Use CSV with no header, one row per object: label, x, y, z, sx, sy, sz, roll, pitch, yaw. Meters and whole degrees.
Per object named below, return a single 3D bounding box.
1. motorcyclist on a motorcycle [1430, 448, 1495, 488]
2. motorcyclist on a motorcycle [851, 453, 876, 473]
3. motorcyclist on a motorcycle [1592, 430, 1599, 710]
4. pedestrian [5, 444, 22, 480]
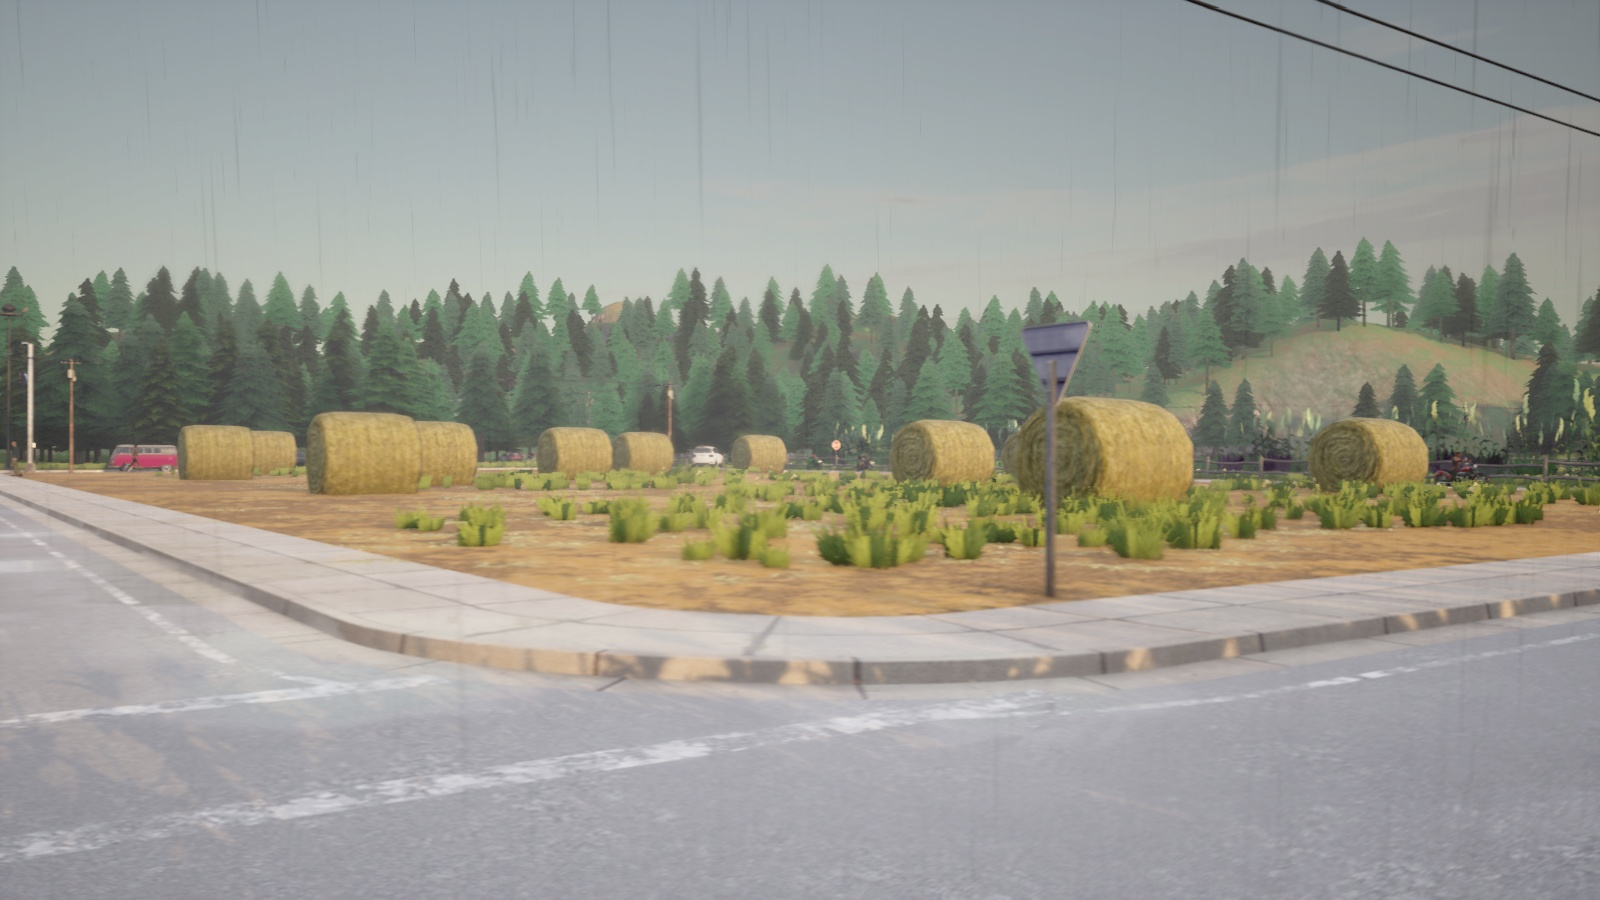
motorcyclist on a motorcycle,27.920,0.733,52.970,0.766,1.649,2.350,0,0,-32
motorcyclist on a motorcycle,4.890,0.973,96.650,0.866,1.530,2.191,0,0,-32
motorcyclist on a motorcycle,5.870,0.702,7.760,2.350,1.649,0.766,0,0,-34
pedestrian,-40.112,0.621,64.075,0.726,1.842,0.402,0,0,-30
